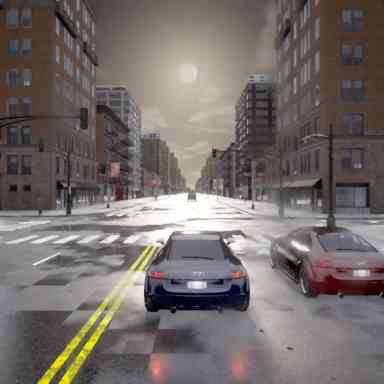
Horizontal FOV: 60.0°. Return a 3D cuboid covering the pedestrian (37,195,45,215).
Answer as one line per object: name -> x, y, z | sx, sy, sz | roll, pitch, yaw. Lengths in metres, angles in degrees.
pedestrian -> -14.143, 1.170, 31.038 | 0.375, 1.860, 0.375 | 0, 0, 0

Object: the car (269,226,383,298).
car -> 3.337, 1.564, 8.533 | 1.994, 1.385, 4.181 | 0, 0, 0

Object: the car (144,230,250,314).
car -> 0.087, 1.564, 7.715 | 1.994, 1.385, 4.181 | 0, 0, 0

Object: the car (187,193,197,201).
car -> -0.002, 1.212, 80.231 | 2.150, 2.045, 5.566 | 0, 0, 0
